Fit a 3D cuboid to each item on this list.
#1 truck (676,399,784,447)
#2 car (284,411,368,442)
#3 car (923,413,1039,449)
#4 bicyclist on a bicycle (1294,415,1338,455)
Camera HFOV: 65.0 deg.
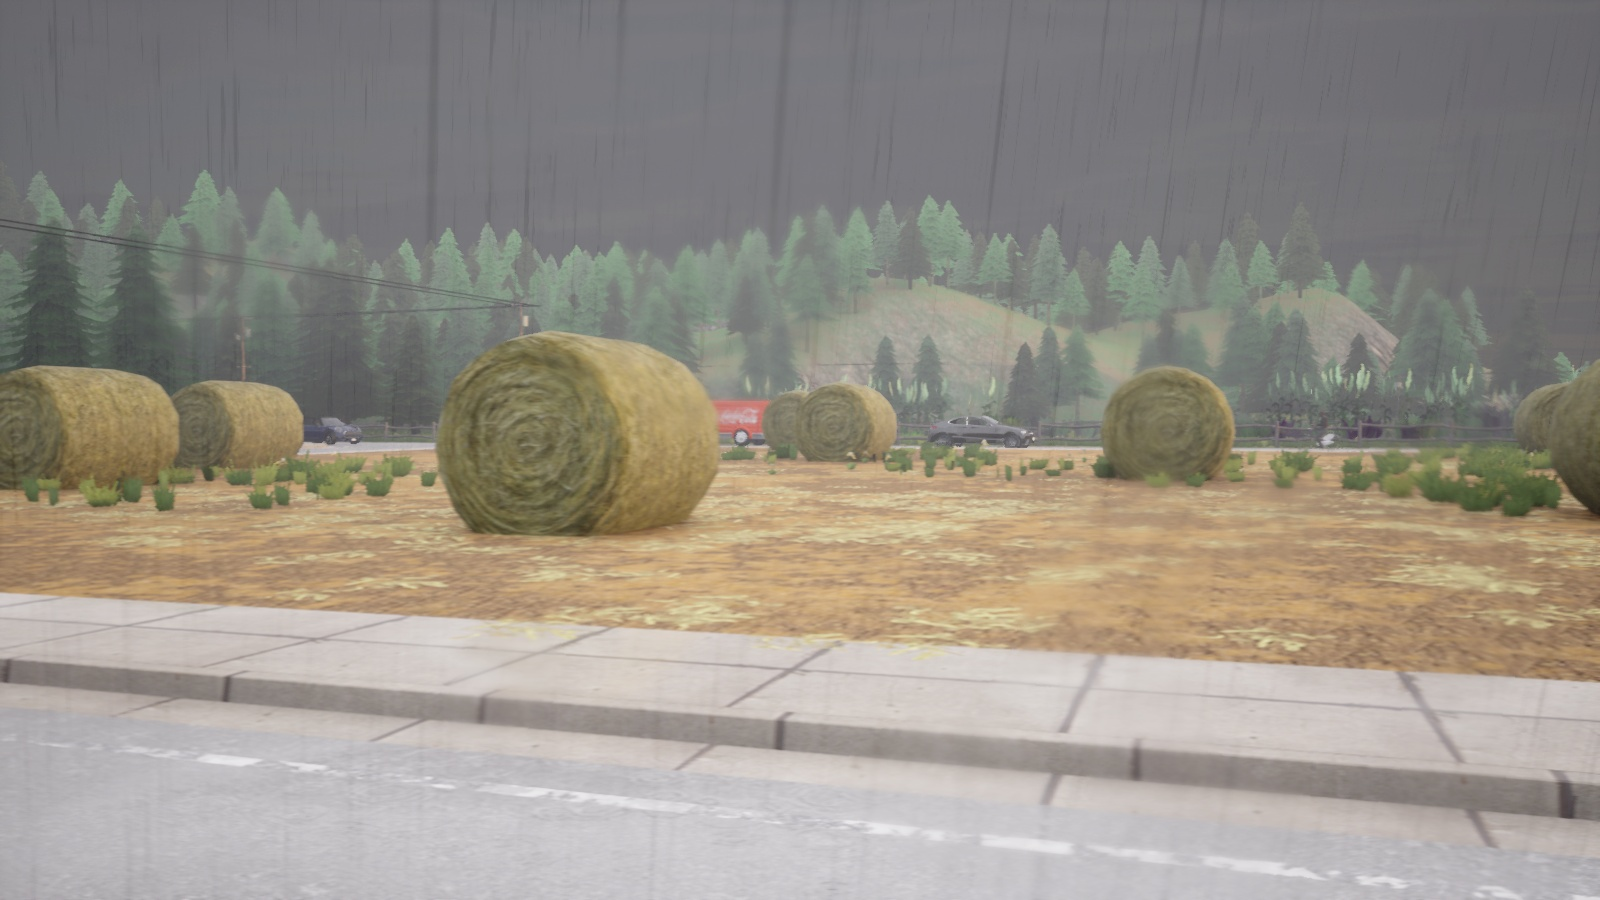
[{"bbox_3d":[-3.815,-1.479,68.473,5.204,2.467,2.627,1,2,22],"label":"truck"},{"bbox_3d":[-28.121,-1.420,74.510,4.553,1.767,2.097,1,2,26],"label":"car"},{"bbox_3d":[8.595,-0.923,59.602,5.027,1.651,2.152,1,2,22],"label":"car"},{"bbox_3d":[23.518,-0.697,57.260,1.843,1.776,0.659,1,2,22],"label":"bicyclist on a bicycle"}]
